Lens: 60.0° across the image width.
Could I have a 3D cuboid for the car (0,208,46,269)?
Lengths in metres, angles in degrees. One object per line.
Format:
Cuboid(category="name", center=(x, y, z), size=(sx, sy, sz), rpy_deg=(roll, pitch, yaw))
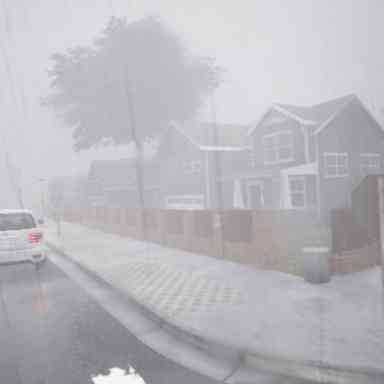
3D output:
Cuboid(category="car", center=(-6.546, 1.618, 11.852), size=(2.150, 2.045, 5.566), rpy_deg=(-2, -1, -28))
